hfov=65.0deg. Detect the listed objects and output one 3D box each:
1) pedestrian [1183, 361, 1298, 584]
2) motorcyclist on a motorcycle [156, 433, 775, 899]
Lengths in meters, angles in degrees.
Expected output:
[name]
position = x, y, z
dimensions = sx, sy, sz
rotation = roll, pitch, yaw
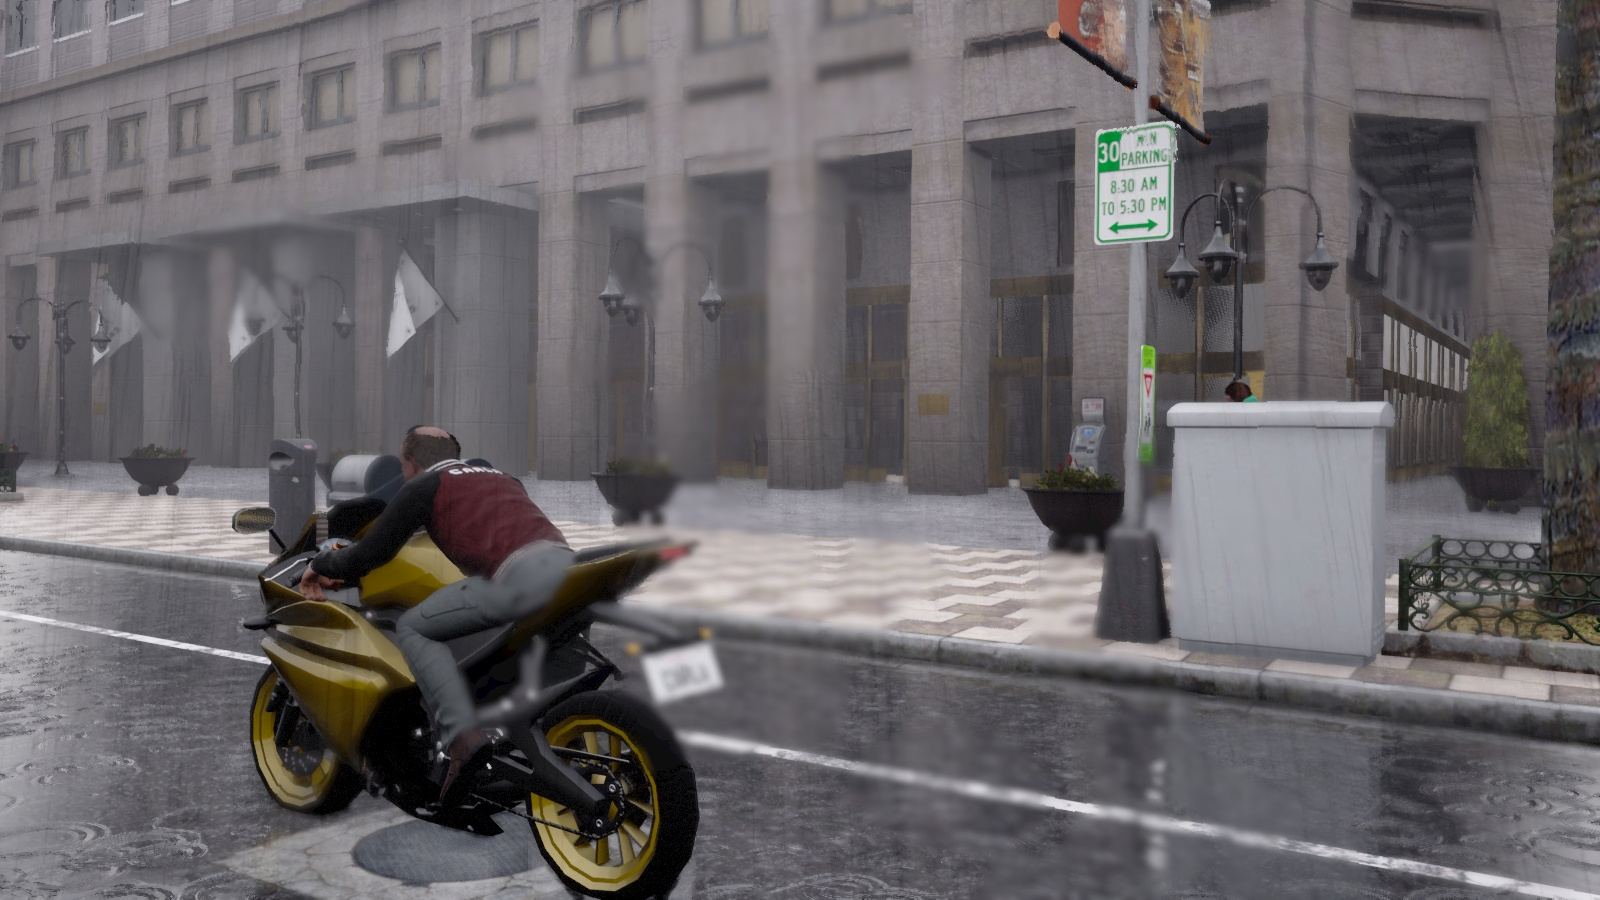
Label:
[pedestrian]
position = 4.040, 0.194, 11.505
dimensions = 0.873, 1.952, 0.659
rotation = 0, 1, 31
[motorcyclist on a motorcycle]
position = -1.241, 0.717, 4.448
dimensions = 2.191, 1.530, 0.866
rotation = 0, 1, 34
